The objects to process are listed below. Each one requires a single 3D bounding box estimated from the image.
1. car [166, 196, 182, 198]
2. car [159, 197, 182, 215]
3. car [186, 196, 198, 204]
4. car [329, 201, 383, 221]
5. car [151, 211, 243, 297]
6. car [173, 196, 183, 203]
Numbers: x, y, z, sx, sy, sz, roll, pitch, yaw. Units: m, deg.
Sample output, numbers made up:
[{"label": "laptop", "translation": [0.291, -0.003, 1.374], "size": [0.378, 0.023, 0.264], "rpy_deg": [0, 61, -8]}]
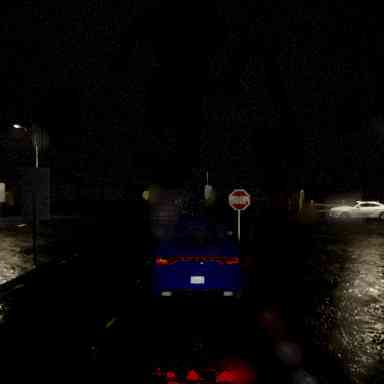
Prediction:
[{"label": "car", "translation": [-2.858, 1.318, 45.287], "size": [2.097, 1.767, 4.553], "rpy_deg": [0, 0, 0]}, {"label": "car", "translation": [-2.401, 1.544, 34.037], "size": [1.994, 1.385, 4.181], "rpy_deg": [0, 0, -6]}, {"label": "car", "translation": [0.078, 1.451, 60.209], "size": [1.837, 1.490, 4.892], "rpy_deg": [0, 0, 0]}, {"label": "car", "translation": [13.265, 1.442, 26.113], "size": [4.674, 1.442, 1.812], "rpy_deg": [0, 1, 3]}, {"label": "car", "translation": [0.087, 1.475, 8.627], "size": [1.882, 1.535, 5.008], "rpy_deg": [0, 0, 0]}, {"label": "car", "translation": [-2.778, 1.533, 69.141], "size": [1.895, 1.301, 4.718], "rpy_deg": [0, 0, 0]}]
